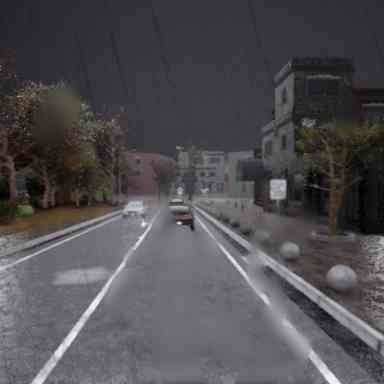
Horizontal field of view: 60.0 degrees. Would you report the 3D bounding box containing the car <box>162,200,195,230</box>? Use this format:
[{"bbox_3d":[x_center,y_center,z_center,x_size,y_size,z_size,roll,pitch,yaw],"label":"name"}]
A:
[{"bbox_3d":[-0.849,1.507,21.192,1.837,1.490,4.892,0,0,-3],"label":"car"}]

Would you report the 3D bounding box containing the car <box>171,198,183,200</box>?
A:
[{"bbox_3d":[-1.744,1.475,38.925,1.882,1.535,5.008,0,0,-3],"label":"car"}]

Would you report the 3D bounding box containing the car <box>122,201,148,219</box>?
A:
[{"bbox_3d":[-4.973,1.544,29.509,1.812,1.442,4.674,0,0,-3],"label":"car"}]
